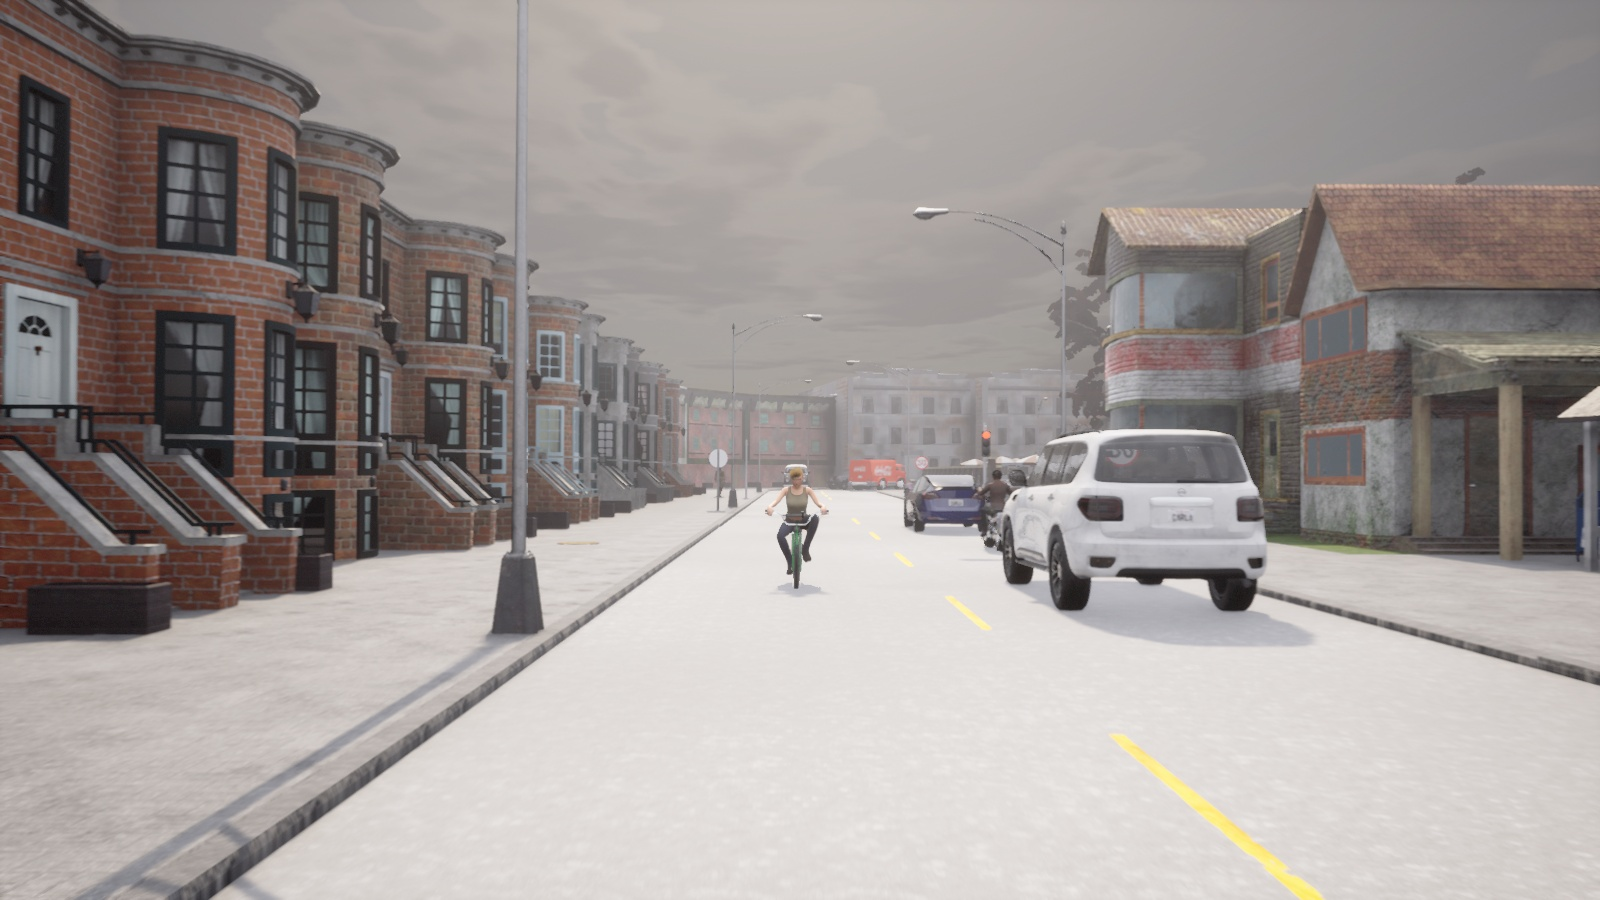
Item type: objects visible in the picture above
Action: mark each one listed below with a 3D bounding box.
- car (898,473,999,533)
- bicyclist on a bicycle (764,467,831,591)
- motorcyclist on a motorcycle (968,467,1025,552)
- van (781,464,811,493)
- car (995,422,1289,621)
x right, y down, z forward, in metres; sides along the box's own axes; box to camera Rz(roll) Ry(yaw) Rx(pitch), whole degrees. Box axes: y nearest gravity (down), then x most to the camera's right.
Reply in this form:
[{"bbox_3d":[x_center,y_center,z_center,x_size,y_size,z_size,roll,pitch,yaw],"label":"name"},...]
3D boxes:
[{"bbox_3d":[3.917,1.366,33.890,2.163,1.488,4.792,0,-1,0],"label":"car"},{"bbox_3d":[-0.035,1.036,17.026,0.866,1.612,1.509,0,-1,0],"label":"bicyclist on a bicycle"},{"bbox_3d":[3.941,1.175,25.388,0.766,1.649,2.350,0,-1,0],"label":"motorcyclist on a motorcycle"},{"bbox_3d":[-0.246,2.064,91.109,2.069,2.038,4.480,0,-1,1],"label":"van"},{"bbox_3d":[3.962,0.782,15.764,2.150,2.045,5.566,0,-1,0],"label":"car"}]
